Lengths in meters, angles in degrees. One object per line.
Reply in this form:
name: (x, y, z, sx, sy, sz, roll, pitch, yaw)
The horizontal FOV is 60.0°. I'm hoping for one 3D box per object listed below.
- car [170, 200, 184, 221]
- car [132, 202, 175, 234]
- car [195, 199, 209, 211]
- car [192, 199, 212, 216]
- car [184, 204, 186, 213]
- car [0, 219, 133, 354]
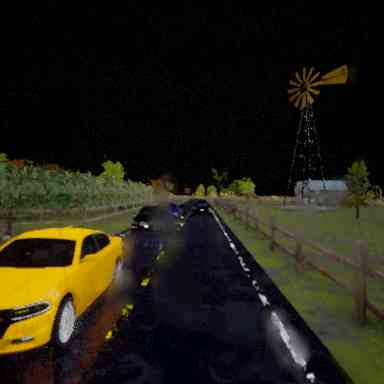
car: (-1.945, 1.679, 28.453, 1.812, 1.442, 4.674, 1, 0, 2)
car: (-2.301, 1.570, 19.646, 1.837, 1.490, 4.892, 1, -1, 2)
car: (1.369, 1.757, 46.357, 1.812, 1.442, 4.674, 1, 0, 2)
car: (1.047, 1.729, 34.325, 1.994, 1.385, 4.181, 1, 0, 2)
car: (-1.707, 1.642, 36.491, 2.128, 1.511, 4.902, 1, 0, 2)
car: (-2.698, 1.480, 6.520, 1.882, 1.535, 5.008, 1, -1, 2)
